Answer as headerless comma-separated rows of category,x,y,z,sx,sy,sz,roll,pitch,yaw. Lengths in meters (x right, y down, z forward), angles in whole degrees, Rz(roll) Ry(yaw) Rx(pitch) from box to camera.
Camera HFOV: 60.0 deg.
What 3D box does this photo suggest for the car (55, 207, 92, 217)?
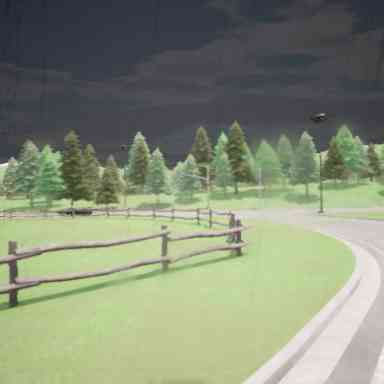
car,-16.468,2.800,46.190,4.718,1.301,1.895,-1,-1,1
